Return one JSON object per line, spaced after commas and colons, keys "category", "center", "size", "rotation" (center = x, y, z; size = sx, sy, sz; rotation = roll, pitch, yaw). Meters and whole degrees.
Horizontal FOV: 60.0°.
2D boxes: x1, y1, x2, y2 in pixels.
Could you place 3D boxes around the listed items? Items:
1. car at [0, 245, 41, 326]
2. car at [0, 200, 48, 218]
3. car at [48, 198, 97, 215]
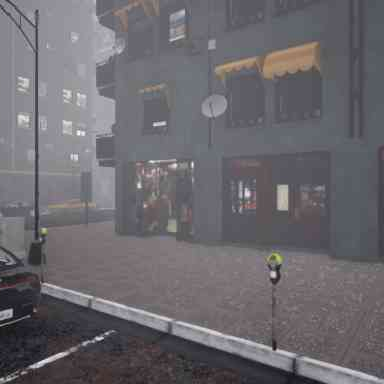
{"category": "car", "center": [-4.506, 1.551, 6.075], "size": [4.403, 1.369, 2.008], "rotation": [0, 0, 35]}
{"category": "car", "center": [-14.095, 1.350, 26.073], "size": [2.008, 1.369, 4.403], "rotation": [1, 1, 35]}
{"category": "car", "center": [-11.011, 1.249, 30.502], "size": [1.752, 1.417, 4.829], "rotation": [1, 1, 35]}
